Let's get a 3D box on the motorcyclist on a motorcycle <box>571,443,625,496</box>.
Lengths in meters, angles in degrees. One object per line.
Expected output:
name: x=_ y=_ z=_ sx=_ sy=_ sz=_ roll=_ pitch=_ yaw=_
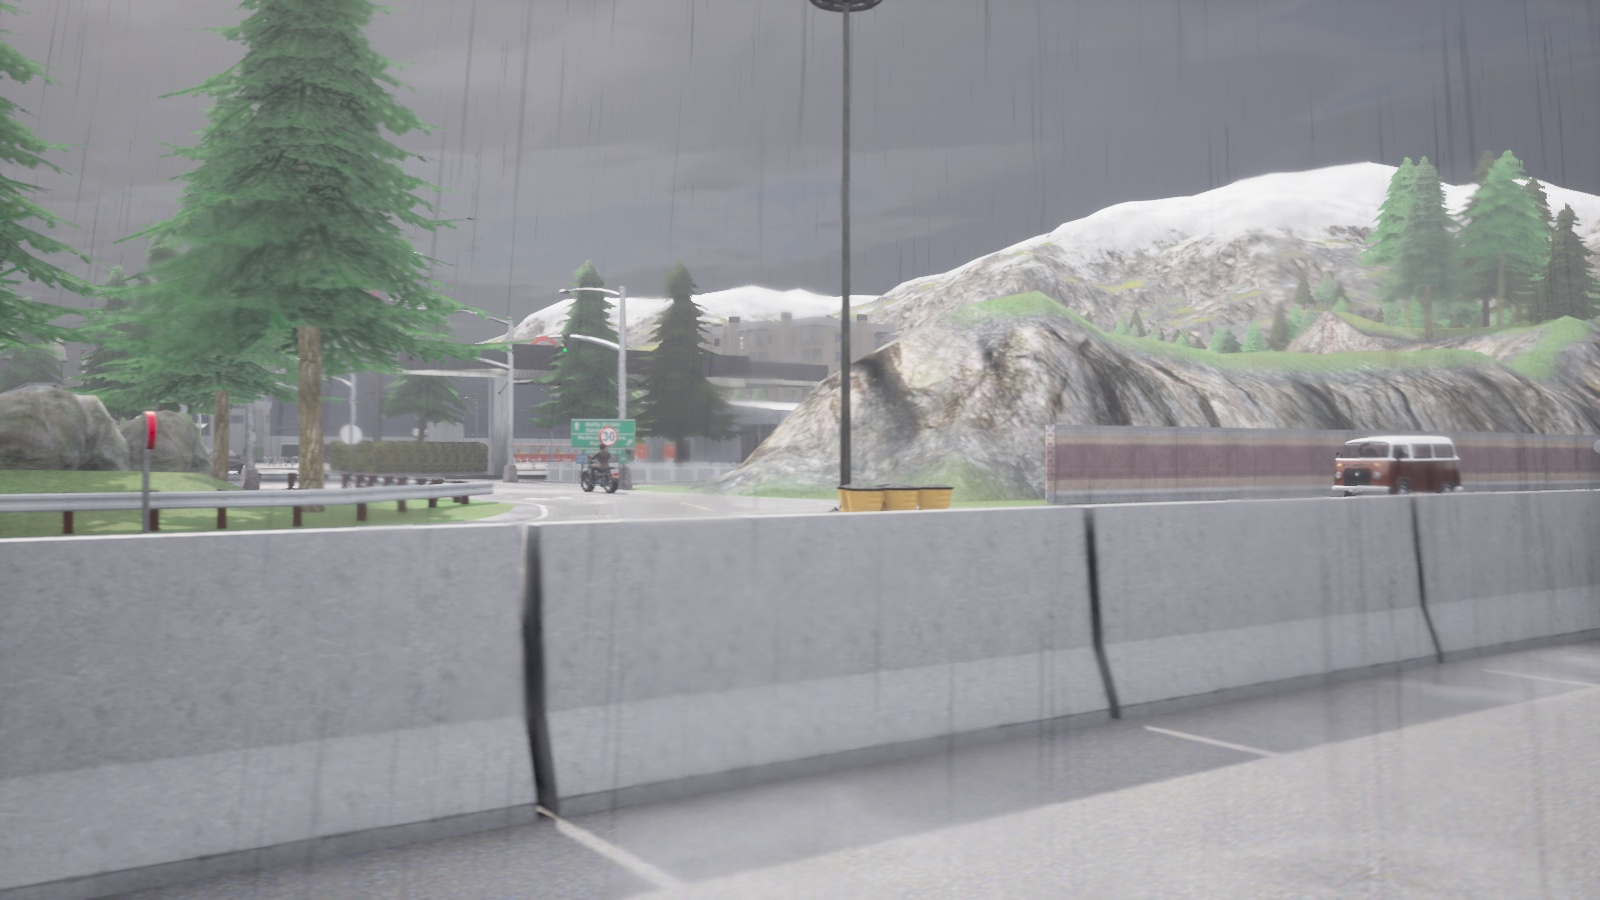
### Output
motorcyclist on a motorcycle: x=-6.527 y=0.612 z=40.421 sx=0.766 sy=1.649 sz=2.350 roll=0 pitch=0 yaw=-35

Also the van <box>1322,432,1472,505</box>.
van: x=17.780 y=0.522 z=37.354 sx=4.480 sy=2.038 sz=2.069 roll=0 pitch=0 yaw=-35

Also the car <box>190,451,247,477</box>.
car: x=-34.100 y=0.812 z=73.621 sx=1.837 sy=1.490 sz=4.892 roll=0 pitch=-1 yaw=-40
